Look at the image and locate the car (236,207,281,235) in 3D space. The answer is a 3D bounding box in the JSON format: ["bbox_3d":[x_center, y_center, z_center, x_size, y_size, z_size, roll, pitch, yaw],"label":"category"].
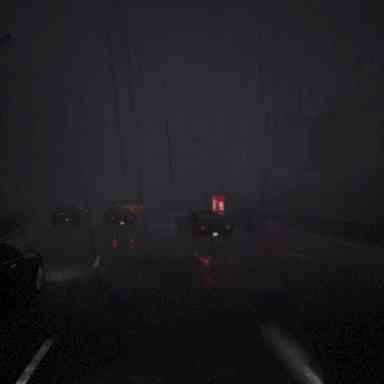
[{"bbox_3d":[3.486,1.622,19.726,1.812,1.442,4.674,0,0,-16],"label":"car"}]

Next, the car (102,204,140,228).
[{"bbox_3d":[-5.382,1.778,24.128,1.895,1.301,4.718,0,0,-20],"label":"car"}]

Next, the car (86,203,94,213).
[{"bbox_3d":[-13.315,1.923,40.503,1.895,1.301,4.718,0,0,-28],"label":"car"}]

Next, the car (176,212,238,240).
[{"bbox_3d":[0.478,1.704,17.747,1.895,1.301,4.718,0,0,-16],"label":"car"}]

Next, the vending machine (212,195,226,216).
[{"bbox_3d":[2.700,1.380,33.721,1.100,2.100,0.880,0,0,-25],"label":"vending machine"}]

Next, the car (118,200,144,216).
[{"bbox_3d":[-6.762,1.605,35.614,2.097,1.767,4.553,0,0,-26],"label":"car"}]

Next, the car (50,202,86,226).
[{"bbox_3d":[-9.478,1.698,24.971,2.128,1.511,4.902,0,0,-23],"label":"car"}]

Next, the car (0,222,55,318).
[{"bbox_3d":[-4.115,1.566,5.908,1.837,1.490,4.892,0,0,-8],"label":"car"}]
